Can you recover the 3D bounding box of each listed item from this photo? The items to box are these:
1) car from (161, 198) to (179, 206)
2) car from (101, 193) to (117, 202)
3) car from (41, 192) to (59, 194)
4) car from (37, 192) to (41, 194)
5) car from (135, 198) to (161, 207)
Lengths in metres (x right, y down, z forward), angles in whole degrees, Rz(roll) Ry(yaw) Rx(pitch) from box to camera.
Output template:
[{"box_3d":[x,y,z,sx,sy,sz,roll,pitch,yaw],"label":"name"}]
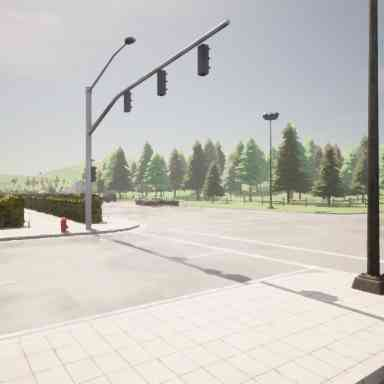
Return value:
[{"box_3d":[-4.005,1.601,53.248,1.895,1.301,4.718,0,0,-35],"label":"car"},{"box_3d":[-18.748,1.225,74.505,2.150,2.045,5.566,0,0,-35],"label":"car"},{"box_3d":[-24.127,1.221,57.611,2.150,2.045,5.566,0,0,-35],"label":"car"},{"box_3d":[-29.798,1.058,65.852,2.150,2.045,5.566,0,0,-35],"label":"car"},{"box_3d":[-7.232,1.601,51.762,1.895,1.301,4.718,0,0,-35],"label":"car"}]
